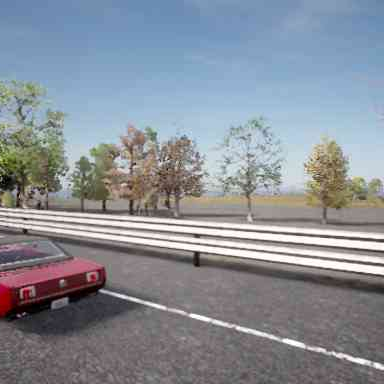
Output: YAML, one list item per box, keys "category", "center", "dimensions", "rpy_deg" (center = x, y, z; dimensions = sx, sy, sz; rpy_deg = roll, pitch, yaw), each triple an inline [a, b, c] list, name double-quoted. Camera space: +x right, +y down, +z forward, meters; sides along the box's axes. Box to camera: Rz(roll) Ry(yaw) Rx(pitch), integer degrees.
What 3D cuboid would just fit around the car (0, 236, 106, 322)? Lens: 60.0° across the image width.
- category: "car"
  center: [-4.015, 1.582, 6.922]
  dimensions: [4.718, 1.301, 1.895]
  rpy_deg: [0, 0, 36]
